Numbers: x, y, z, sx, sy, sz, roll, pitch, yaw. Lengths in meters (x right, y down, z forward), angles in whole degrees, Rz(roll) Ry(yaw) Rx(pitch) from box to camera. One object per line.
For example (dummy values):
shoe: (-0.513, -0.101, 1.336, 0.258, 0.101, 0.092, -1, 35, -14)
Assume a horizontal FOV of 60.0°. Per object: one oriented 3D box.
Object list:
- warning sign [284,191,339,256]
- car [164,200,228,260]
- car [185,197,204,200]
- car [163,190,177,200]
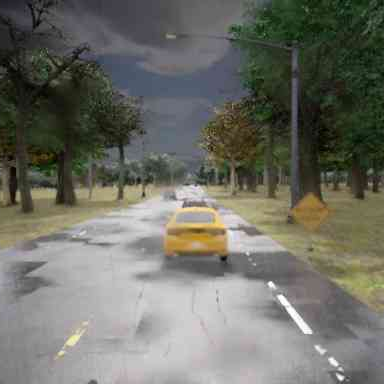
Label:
warning sign: (3.603, 0.919, 10.146, 1.300, 1.860, 1.060, 0, 1, 0)
car: (0.125, 1.255, 11.528, 1.882, 1.535, 5.008, 0, 1, 0)
car: (0.203, 1.070, 26.695, 1.895, 1.301, 4.718, 0, 1, 1)
car: (-3.313, 0.419, 50.529, 1.837, 1.490, 4.892, 0, 1, 1)
